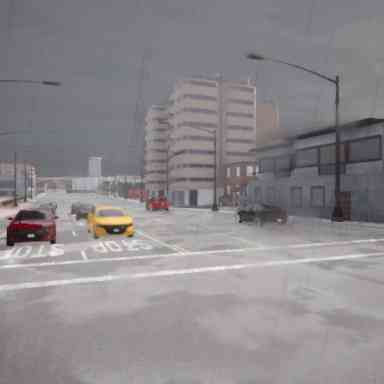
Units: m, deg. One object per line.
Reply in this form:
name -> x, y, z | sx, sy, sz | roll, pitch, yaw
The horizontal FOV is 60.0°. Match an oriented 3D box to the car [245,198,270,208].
car -> 10.078, 1.620, 51.195 | 1.970, 1.475, 3.806 | 0, -1, -22

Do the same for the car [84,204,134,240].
car -> -4.421, 1.524, 17.613 | 1.882, 1.535, 5.008 | 0, -1, -22

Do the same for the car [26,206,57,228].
car -> -10.947, 1.769, 24.372 | 1.895, 1.301, 4.718 | 0, -1, -22

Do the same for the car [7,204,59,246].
car -> -7.425, 1.521, 15.717 | 1.882, 1.535, 5.008 | 0, -1, -22

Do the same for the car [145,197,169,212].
car -> -4.981, 1.751, 47.166 | 2.150, 2.045, 5.566 | 0, -1, -22

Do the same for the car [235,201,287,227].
car -> 4.704, 1.562, 23.365 | 1.837, 1.490, 4.892 | 1, -1, -20

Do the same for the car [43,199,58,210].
car -> -20.935, 1.816, 49.208 | 1.994, 1.385, 4.181 | 0, 0, -22

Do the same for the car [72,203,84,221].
car -> -9.325, 1.807, 29.688 | 1.994, 1.385, 4.181 | 0, -1, -22
